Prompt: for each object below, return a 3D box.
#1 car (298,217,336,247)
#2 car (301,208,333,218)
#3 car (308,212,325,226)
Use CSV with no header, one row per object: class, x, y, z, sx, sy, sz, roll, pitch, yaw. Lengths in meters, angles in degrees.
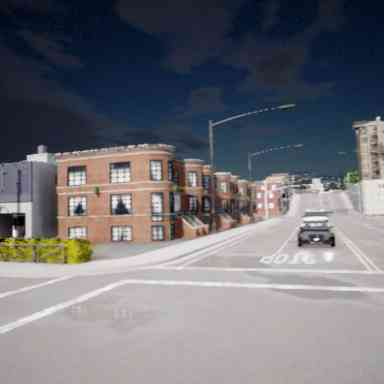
car,7.477,2.475,20.020,1.994,1.385,4.181,-3,-4,20
car,11.203,2.591,30.085,2.150,2.045,5.566,-3,-3,20
car,16.051,3.438,43.016,1.882,1.535,5.008,-3,-3,20
